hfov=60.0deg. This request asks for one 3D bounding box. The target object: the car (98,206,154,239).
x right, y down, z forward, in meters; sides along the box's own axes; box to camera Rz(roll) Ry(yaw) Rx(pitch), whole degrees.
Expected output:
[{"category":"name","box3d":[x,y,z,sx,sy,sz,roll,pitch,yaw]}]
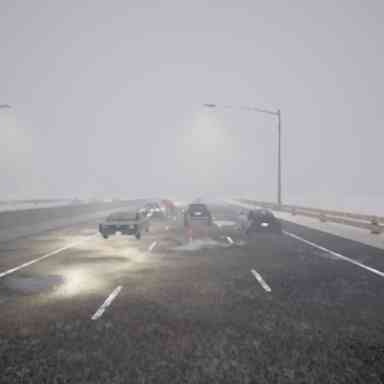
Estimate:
[{"category":"car","box3d":[-3.407,1.660,17.684,1.895,1.301,4.718,0,0,1]}]

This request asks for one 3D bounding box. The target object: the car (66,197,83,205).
[{"category":"car","box3d":[-20.071,1.707,57.521,2.128,1.511,4.902,0,0,2]}]

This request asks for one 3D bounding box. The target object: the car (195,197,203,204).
[{"category":"car","box3d":[1.638,1.827,76.143,1.837,1.490,4.892,0,0,2]}]

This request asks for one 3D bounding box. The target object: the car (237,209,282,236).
[{"category":"car","box3d":[3.716,1.631,18.875,1.994,1.385,4.181,0,0,1]}]

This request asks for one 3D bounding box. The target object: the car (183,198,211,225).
[{"category":"car","box3d":[0.380,1.519,24.601,2.033,1.649,4.856,0,0,0]}]

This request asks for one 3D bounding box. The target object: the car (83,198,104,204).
[{"category":"car","box3d":[-16.555,1.767,57.765,2.033,1.411,5.357,0,0,3]}]

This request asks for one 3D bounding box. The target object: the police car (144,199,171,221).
[{"category":"police car","box3d":[-3.258,1.608,28.622,2.038,1.542,4.974,0,0,1]}]

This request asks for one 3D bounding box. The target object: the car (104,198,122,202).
[{"category":"car","box3d":[-13.060,1.769,57.670,2.033,1.411,5.357,0,0,3]}]

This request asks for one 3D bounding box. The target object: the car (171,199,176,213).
[{"category":"car","box3d":[-3.039,1.580,39.588,2.033,1.649,4.856,0,0,1]}]
